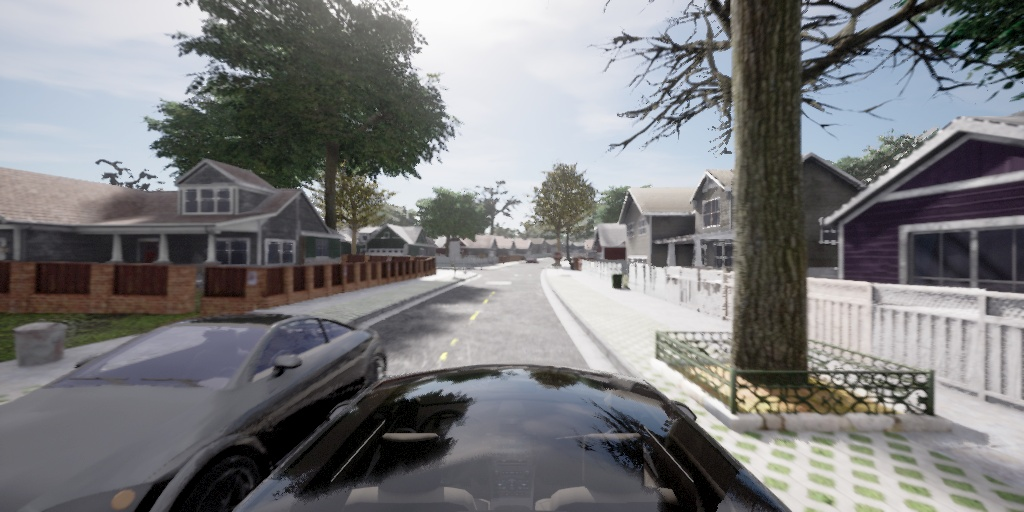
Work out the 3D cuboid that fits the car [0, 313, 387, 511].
[{"bbox_3d":[-2.812,1.308,3.533,1.994,1.385,4.181,0,0,1],"label":"car"}]
